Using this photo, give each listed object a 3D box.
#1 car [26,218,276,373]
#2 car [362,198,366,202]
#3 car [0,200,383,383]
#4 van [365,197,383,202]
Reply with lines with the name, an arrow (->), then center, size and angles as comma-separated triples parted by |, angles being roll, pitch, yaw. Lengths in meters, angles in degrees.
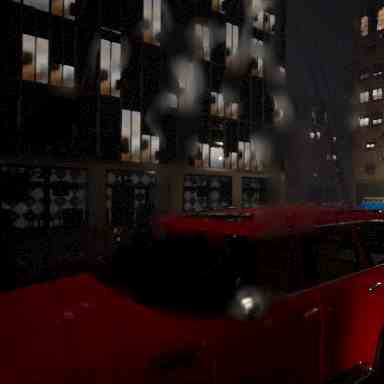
car -> -0.607, 1.441, 6.112 | 4.097, 1.590, 1.967 | 0, 1, -35
car -> 15.306, 1.618, 34.864 | 2.008, 1.369, 4.403 | 0, -1, -35
car -> 0.449, 1.222, 3.692 | 5.566, 2.045, 2.150 | 0, 0, -35
van -> 22.192, 1.522, 39.643 | 1.690, 1.788, 3.998 | 0, -1, -35
